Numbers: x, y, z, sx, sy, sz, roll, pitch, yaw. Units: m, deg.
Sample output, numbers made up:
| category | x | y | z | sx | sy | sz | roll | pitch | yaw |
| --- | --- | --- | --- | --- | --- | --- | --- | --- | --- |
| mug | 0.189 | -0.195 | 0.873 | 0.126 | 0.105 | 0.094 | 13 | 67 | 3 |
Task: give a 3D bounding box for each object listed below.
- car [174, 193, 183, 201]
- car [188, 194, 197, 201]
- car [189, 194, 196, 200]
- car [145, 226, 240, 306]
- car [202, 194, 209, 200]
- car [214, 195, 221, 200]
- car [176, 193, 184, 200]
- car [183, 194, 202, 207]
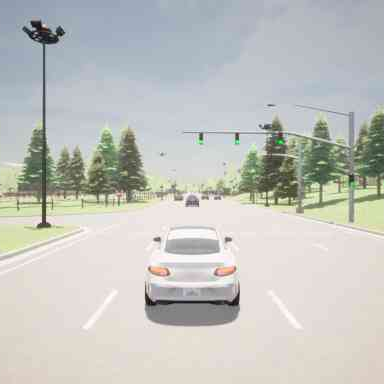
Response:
| category | x | y | z | sx | sy | sz | roll | pitch | yaw |
| --- | --- | --- | --- | --- | --- | --- | --- | --- | --- |
| car | -3.372 | 1.543 | 82.800 | 1.994 | 1.385 | 4.181 | 0 | 0 | 0 |
| car | 0.128 | 1.347 | 82.798 | 2.097 | 1.767 | 4.553 | 0 | 0 | 0 |
| car | 0.144 | 1.332 | 92.832 | 1.837 | 1.490 | 4.892 | 0 | 0 | 0 |
| car | 0.018 | 1.526 | 7.895 | 1.812 | 1.442 | 4.674 | 0 | 0 | 0 |
| car | 3.644 | 1.355 | 93.209 | 2.097 | 1.767 | 4.553 | 0 | 0 | 0 |
| car | 7.144 | 1.525 | 93.234 | 2.128 | 1.511 | 4.902 | 0 | 0 | 0 |
| car | -3.357 | 1.187 | 92.807 | 2.097 | 1.767 | 4.553 | 0 | 0 | 0 |
| car | 0.080 | 1.352 | 51.769 | 2.097 | 1.767 | 4.553 | 0 | 0 | 0 |
